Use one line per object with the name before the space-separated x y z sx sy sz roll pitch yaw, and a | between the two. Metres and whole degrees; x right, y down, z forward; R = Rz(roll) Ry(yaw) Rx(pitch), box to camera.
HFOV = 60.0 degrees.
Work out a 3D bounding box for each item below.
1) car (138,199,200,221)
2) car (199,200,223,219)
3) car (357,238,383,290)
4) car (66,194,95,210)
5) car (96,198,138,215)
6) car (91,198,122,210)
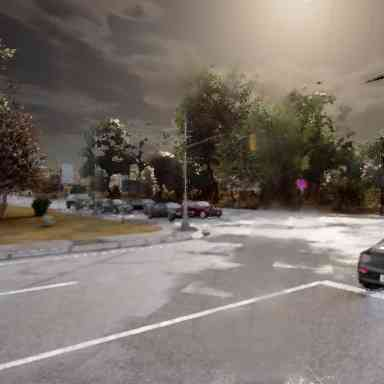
car | -2.030 1.565 27.620 2.033 1.411 5.357 0 0 -39
car | 0.643 1.499 29.883 1.882 1.535 5.008 0 0 -39
car | 5.687 1.537 7.797 4.674 1.442 1.812 0 0 -35
car | -14.564 1.238 43.275 2.150 2.045 5.566 0 0 -39
car | -7.939 1.522 34.996 1.837 1.490 4.892 0 0 -39
car | -11.648 1.568 45.234 2.033 1.411 5.357 0 0 -39
